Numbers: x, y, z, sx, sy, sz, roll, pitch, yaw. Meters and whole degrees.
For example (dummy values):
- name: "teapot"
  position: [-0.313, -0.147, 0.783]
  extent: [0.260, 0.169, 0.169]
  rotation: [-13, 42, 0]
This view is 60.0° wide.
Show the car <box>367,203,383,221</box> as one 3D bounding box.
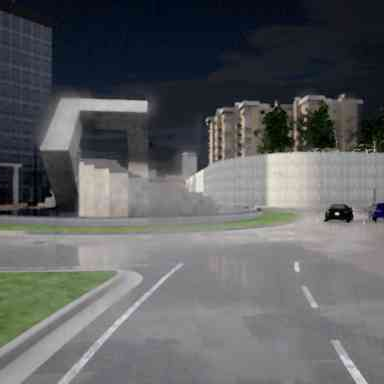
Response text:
- name: "car"
  position: [16.187, 1.671, 28.330]
  extent: [1.812, 1.442, 4.674]
  rotation: [0, 0, 20]

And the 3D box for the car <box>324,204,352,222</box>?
- name: "car"
  position: [12.227, 1.704, 27.736]
  extent: [1.994, 1.385, 4.181]
  rotation: [0, 0, 26]
